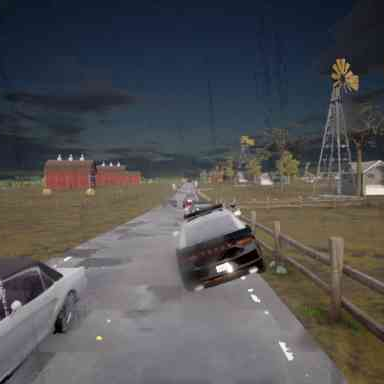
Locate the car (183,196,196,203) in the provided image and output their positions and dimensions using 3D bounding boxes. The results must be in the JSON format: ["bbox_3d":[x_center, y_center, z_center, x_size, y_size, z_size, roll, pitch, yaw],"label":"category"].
[{"bbox_3d":[0.660,1.308,19.089,2.097,1.767,4.553,-1,0,0],"label":"car"}]

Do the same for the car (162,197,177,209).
[{"bbox_3d":[-2.968,1.447,45.128,2.033,1.411,5.357,0,0,0],"label":"car"}]

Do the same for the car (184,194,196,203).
[{"bbox_3d":[-0.290,1.208,60.562,2.128,1.511,4.902,0,1,0],"label":"car"}]

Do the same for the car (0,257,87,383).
[{"bbox_3d":[-2.869,1.597,3.953,1.895,1.301,4.718,0,0,0],"label":"car"}]

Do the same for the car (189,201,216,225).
[{"bbox_3d":[0.705,1.471,25.130,1.837,1.490,4.892,0,0,0],"label":"car"}]

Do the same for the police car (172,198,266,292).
[{"bbox_3d":[0.526,1.198,9.208,1.930,1.638,5.238,-18,3,0],"label":"police car"}]
